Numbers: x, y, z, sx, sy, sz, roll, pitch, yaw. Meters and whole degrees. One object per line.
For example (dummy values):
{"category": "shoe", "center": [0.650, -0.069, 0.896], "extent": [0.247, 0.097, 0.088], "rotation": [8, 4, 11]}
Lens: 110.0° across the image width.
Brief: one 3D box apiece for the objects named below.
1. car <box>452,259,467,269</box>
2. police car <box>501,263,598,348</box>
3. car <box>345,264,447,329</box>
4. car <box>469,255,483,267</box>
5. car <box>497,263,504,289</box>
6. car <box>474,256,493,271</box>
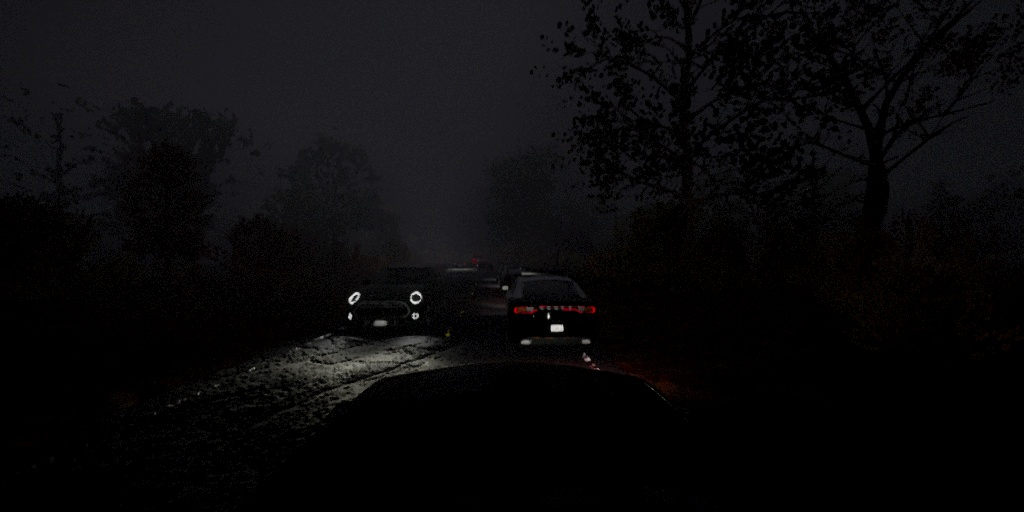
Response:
{"category": "car", "center": [-7.782, 1.126, 52.963], "extent": [1.812, 1.442, 4.674], "rotation": [0, 0, -10]}
{"category": "police car", "center": [0.774, 1.153, 9.352], "extent": [1.930, 1.638, 5.238], "rotation": [0, 0, -2]}
{"category": "car", "center": [-3.349, 1.074, 11.147], "extent": [2.097, 1.767, 4.553], "rotation": [0, 0, -2]}
{"category": "car", "center": [-5.994, 0.797, 60.673], "extent": [2.150, 2.045, 5.566], "rotation": [0, 0, -12]}
{"category": "car", "center": [0.312, 1.225, 19.310], "extent": [1.812, 1.442, 4.674], "rotation": [0, 0, -4]}
{"category": "car", "center": [-3.581, 1.094, 47.116], "extent": [1.882, 1.535, 5.008], "rotation": [0, 0, -9]}
